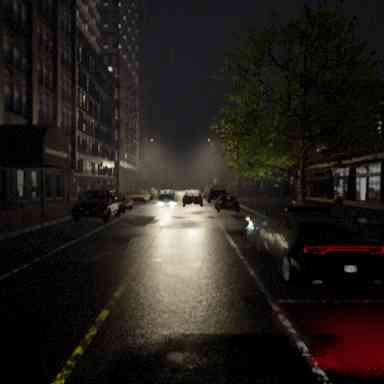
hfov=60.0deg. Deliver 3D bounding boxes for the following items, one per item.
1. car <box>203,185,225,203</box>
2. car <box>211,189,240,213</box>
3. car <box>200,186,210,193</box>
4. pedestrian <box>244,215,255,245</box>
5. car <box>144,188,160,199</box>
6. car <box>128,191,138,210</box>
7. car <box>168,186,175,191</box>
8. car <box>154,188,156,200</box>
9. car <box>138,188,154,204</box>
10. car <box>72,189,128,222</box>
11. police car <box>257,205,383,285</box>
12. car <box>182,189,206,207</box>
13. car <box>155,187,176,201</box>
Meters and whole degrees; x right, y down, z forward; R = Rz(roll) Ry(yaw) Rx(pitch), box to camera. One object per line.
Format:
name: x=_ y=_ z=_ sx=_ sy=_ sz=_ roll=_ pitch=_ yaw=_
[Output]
car: x=2.712 y=0.259 z=37.087 sx=2.192 sy=1.841 sz=5.009 roll=1 pitch=2 yaw=0
car: x=2.707 y=0.782 z=26.176 sx=1.752 sy=1.417 sz=4.829 roll=1 pitch=2 yaw=0
car: x=2.715 y=-0.460 z=70.357 sx=1.947 sy=1.339 sz=4.313 roll=1 pitch=2 yaw=0
pedestrian: x=2.031 y=1.338 z=11.825 sx=0.500 sy=1.100 sz=0.500 roll=1 pitch=1 yaw=-4
car: x=-5.669 y=0.154 z=48.011 sx=1.752 sy=1.417 sz=4.829 roll=1 pitch=2 yaw=0
car: x=-5.673 y=0.792 z=25.835 sx=1.752 sy=1.417 sz=4.829 roll=1 pitch=2 yaw=0
car: x=-5.661 y=-1.102 z=92.530 sx=1.802 sy=1.307 sz=4.206 roll=1 pitch=2 yaw=0
car: x=-5.671 y=0.350 z=42.639 sx=1.947 sy=1.339 sz=4.313 roll=1 pitch=2 yaw=0
car: x=-5.671 y=0.474 z=36.923 sx=1.752 sy=1.417 sz=4.829 roll=1 pitch=2 yaw=0
car: x=-5.671 y=0.734 z=20.456 sx=2.192 sy=1.841 sz=5.009 roll=1 pitch=2 yaw=0
police car: x=3.002 y=1.172 z=8.871 sx=1.930 sy=1.638 sz=5.238 roll=0 pitch=2 yaw=0
car: x=0.079 y=0.696 z=31.826 sx=1.895 sy=1.301 sz=4.718 roll=0 pitch=2 yaw=0
car: x=-3.084 y=0.415 z=41.585 sx=1.895 sy=1.301 sz=4.718 roll=0 pitch=2 yaw=0
